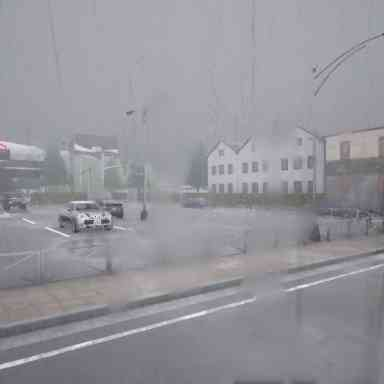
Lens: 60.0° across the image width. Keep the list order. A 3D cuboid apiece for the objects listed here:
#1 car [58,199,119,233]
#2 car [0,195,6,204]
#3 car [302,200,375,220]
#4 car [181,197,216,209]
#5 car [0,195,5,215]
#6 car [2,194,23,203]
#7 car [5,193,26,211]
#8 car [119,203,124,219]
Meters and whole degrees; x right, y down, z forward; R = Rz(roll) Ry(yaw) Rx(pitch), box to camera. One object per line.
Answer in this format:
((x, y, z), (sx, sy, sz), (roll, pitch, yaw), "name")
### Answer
((-5.683, 1.248, 17.625), (1.970, 1.475, 3.806), (0, 0, -36), "car")
((-39.548, 1.495, 65.854), (4.611, 1.667, 2.242), (0, 0, -36), "car")
((11.411, 1.371, 26.368), (2.033, 1.411, 5.357), (0, 0, -37), "car")
((0.746, 1.371, 41.314), (2.033, 1.411, 5.357), (0, 0, -35), "car")
((-18.283, 1.113, 29.585), (1.932, 1.855, 4.605), (0, 0, -36), "car")
((-39.319, 1.328, 72.983), (3.866, 1.878, 1.905), (0, 0, -36), "car")
((-20.193, 1.092, 37.895), (1.905, 1.878, 3.866), (0, 0, -36), "car")
((-6.810, 1.313, 25.488), (2.007, 1.523, 4.514), (0, 0, -36), "car")
